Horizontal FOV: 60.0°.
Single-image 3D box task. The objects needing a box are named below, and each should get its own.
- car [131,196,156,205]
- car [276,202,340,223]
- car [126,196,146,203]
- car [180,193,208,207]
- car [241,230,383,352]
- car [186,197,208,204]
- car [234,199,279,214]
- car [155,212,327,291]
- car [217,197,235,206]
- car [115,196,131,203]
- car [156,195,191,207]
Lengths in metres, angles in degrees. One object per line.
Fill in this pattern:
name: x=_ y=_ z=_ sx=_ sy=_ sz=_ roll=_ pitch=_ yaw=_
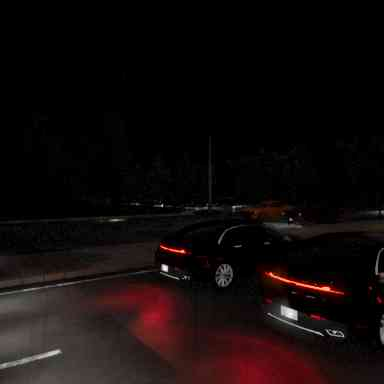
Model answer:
car: x=-8.346 y=1.601 z=57.983 sx=1.895 sy=1.301 sz=4.718 roll=0 pitch=0 yaw=-35
car: x=8.635 y=1.601 z=24.208 sx=4.718 sy=1.301 sz=1.895 roll=0 pitch=0 yaw=-35
car: x=-11.752 y=1.540 z=69.077 sx=2.033 sy=1.411 sz=5.357 roll=0 pitch=0 yaw=-35
car: x=-0.090 y=1.221 z=52.259 sx=2.150 sy=2.045 sz=5.566 roll=0 pitch=0 yaw=-36
car: x=3.390 y=1.505 z=6.217 sx=4.892 sy=1.490 sz=1.837 roll=0 pitch=0 yaw=-35
car: x=0.923 y=1.601 z=63.083 sx=1.895 sy=1.301 sz=4.718 roll=0 pitch=0 yaw=-35
car: x=6.087 y=1.477 z=26.695 sx=5.008 sy=1.535 sz=1.882 roll=0 pitch=0 yaw=-35
car: x=1.358 y=1.505 z=9.066 sx=4.892 sy=1.490 sz=1.837 roll=0 pitch=0 yaw=-35
car: x=6.138 y=1.526 z=55.621 sx=1.812 sy=1.442 sz=4.674 roll=0 pitch=0 yaw=-35
car: x=-14.119 y=1.491 z=66.326 sx=2.128 sy=1.511 sz=4.902 roll=0 pitch=0 yaw=-35
car: x=-2.854 y=1.547 z=50.121 sx=2.033 sy=1.411 sz=5.357 roll=0 pitch=0 yaw=-35
